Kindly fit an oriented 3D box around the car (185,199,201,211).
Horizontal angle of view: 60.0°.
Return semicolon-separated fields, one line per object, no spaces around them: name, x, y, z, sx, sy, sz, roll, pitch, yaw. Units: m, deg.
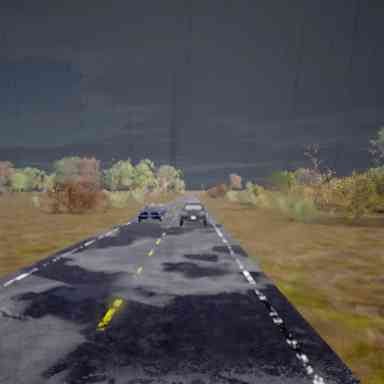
car;0.083;1.570;41.900;1.895;1.301;4.718;0;0;0

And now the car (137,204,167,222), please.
car;-3.023;1.583;25.918;1.895;1.301;4.718;0;0;0

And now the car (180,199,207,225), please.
car;0.090;1.509;24.080;1.812;1.442;4.674;0;0;0
